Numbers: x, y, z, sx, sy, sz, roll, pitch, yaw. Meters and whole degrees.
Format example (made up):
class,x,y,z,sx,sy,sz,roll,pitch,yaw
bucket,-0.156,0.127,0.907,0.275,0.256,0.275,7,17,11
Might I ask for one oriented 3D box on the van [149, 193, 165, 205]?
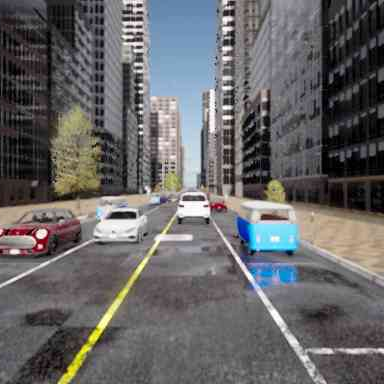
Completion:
class,x,y,z,sx,sy,sz,roll,pitch,yaw
van,-5.662,1.089,52.343,1.690,1.788,3.998,0,0,0

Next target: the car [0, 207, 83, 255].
class,x,y,z,sx,sy,sz,roll,pitch,yaw
car,-5.685,1.382,12.666,1.967,1.590,4.097,0,0,0

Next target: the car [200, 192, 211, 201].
class,x,y,z,sx,sy,sz,roll,pitch,yaw
car,2.729,0.969,69.342,2.192,1.841,5.009,0,0,0

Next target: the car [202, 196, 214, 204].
class,x,y,z,sx,sy,sz,roll,pitch,yaw
car,2.722,1.299,58.007,1.802,1.307,4.206,0,0,0

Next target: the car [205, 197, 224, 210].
class,x,y,z,sx,sy,sz,roll,pitch,yaw
car,2.713,1.371,41.003,1.947,1.339,4.313,0,0,0

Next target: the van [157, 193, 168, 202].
class,x,y,z,sx,sy,sz,roll,pitch,yaw
van,-5.655,1.027,63.679,1.690,1.788,3.998,0,0,0

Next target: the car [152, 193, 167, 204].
class,x,y,z,sx,sy,sz,roll,pitch,yaw
car,-5.658,1.032,58.011,2.192,1.841,5.009,0,0,0

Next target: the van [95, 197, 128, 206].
class,x,y,z,sx,sy,sz,roll,pitch,yaw
van,-5.678,1.229,24.002,1.690,1.788,3.998,0,0,0

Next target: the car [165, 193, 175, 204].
class,x,y,z,sx,sy,sz,roll,pitch,yaw
car,-3.029,1.216,56.632,2.128,1.511,4.902,0,0,1

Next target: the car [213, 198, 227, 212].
class,x,y,z,sx,sy,sz,roll,pitch,yaw
car,2.709,1.378,35.335,1.887,1.381,4.507,0,0,0

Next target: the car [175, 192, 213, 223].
class,x,y,z,sx,sy,sz,roll,pitch,yaw
car,0.123,1.103,24.201,2.150,2.045,5.566,0,0,0

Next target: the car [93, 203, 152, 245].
class,x,y,z,sx,sy,sz,roll,pitch,yaw
car,-3.080,1.455,15.244,1.812,1.442,4.674,0,0,0

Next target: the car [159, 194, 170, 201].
class,x,y,z,sx,sy,sz,roll,pitch,yaw
car,-5.652,1.199,69.348,1.887,1.381,4.507,0,0,0

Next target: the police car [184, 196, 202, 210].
class,x,y,z,sx,sy,sz,roll,pitch,yaw
police car,0.123,1.303,41.636,2.038,1.542,4.974,0,0,0

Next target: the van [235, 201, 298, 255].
class,x,y,z,sx,sy,sz,roll,pitch,yaw
van,2.696,1.282,12.660,1.690,1.788,3.998,0,0,0
